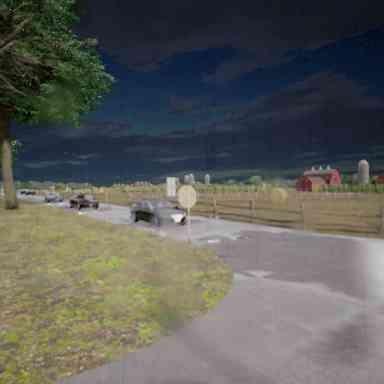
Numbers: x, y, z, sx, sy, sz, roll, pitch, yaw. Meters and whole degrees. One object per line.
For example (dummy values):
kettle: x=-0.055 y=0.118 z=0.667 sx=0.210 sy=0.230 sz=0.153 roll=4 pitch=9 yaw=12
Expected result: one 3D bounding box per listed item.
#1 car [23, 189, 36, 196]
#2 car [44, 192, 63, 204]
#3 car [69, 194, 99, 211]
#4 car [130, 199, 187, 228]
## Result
car: x=-40.730 y=0.177 z=83.885 sx=1.882 sy=1.535 sz=5.008 roll=-1 pitch=1 yaw=-33
car: x=-19.028 y=0.769 z=45.704 sx=1.812 sy=1.442 sz=4.674 roll=-1 pitch=1 yaw=-33
car: x=-10.728 y=0.929 z=32.905 sx=1.882 sy=1.535 sz=5.008 roll=-1 pitch=1 yaw=-33
car: x=-2.102 y=1.189 z=19.733 sx=2.128 sy=1.511 sz=4.902 roll=-1 pitch=2 yaw=-33
